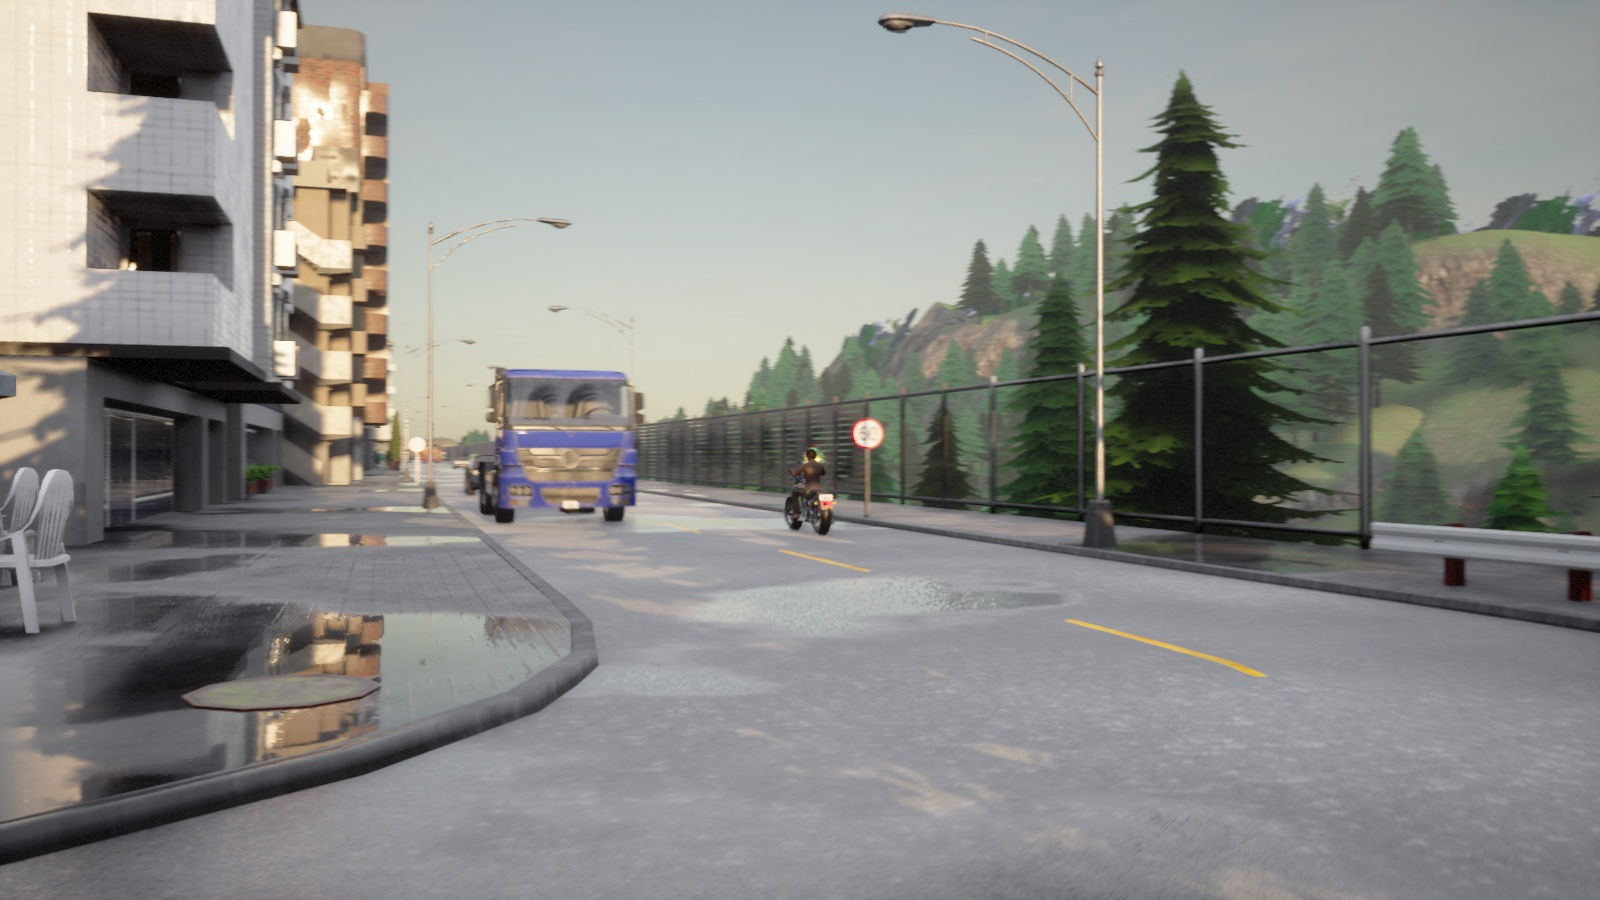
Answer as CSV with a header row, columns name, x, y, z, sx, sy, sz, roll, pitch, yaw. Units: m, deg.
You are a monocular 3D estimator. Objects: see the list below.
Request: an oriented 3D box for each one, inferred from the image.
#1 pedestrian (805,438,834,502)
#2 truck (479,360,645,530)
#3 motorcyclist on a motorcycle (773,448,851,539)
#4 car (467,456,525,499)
name,x,y,z,sx,sy,sz,roll,pitch,yaw
pedestrian,0.602,0.616,39.012,0.659,1.952,0.873,0,0,-18
truck,-5.879,-0.091,29.825,2.891,3.462,7.936,0,0,-18
motorcyclist on a motorcycle,0.199,0.795,24.054,0.766,1.649,2.350,0,0,-18
car,-11.368,0.996,46.802,1.845,1.501,3.633,0,0,-18
